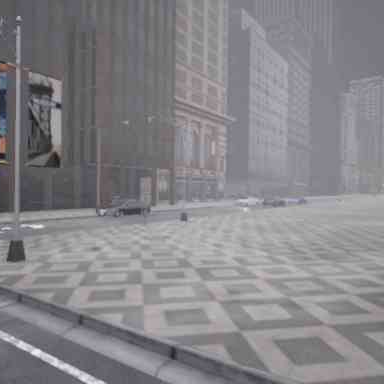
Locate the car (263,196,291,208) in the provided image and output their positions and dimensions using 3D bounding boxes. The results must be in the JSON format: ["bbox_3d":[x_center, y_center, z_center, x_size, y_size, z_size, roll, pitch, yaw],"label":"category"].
[{"bbox_3d":[11.340,1.317,45.759,2.128,1.511,4.902,1,1,36],"label":"car"}]

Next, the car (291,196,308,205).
[{"bbox_3d":[17.221,1.328,54.160,2.033,1.411,5.357,1,1,35],"label":"car"}]

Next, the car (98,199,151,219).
[{"bbox_3d":[-5.479,1.359,27.453,2.128,1.511,4.902,1,1,35],"label":"car"}]

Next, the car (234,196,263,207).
[{"bbox_3d":[7.568,1.304,45.816,1.812,1.442,4.674,1,1,36],"label":"car"}]
